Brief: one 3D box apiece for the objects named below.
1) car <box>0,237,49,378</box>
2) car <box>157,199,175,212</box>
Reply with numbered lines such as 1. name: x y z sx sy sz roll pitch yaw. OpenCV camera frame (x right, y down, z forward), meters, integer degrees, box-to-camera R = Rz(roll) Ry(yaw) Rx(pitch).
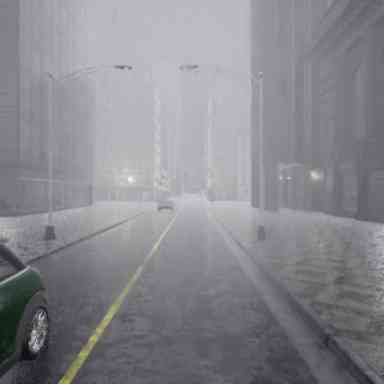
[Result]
1. car: -3.100 1.352 2.878 2.097 1.767 4.553 0 0 0
2. car: -3.086 1.582 40.060 2.033 1.411 5.357 0 0 0
